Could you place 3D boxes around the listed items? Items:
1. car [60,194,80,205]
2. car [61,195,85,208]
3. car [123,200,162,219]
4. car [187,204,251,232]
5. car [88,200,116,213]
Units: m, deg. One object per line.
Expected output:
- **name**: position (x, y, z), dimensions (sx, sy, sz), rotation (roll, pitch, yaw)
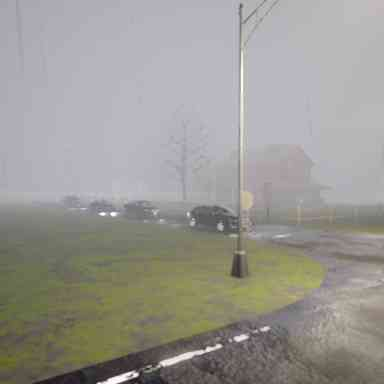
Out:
- **car**: position (-21.724, 1.300, 59.174), dimensions (2.097, 1.767, 4.553), rotation (0, 0, -35)
- **car**: position (-16.613, 1.491, 46.877), dimensions (1.812, 1.442, 4.674), rotation (0, 1, -34)
- **car**: position (-4.428, 1.507, 29.425), dimensions (2.128, 1.511, 4.902), rotation (0, 0, -35)
- **car**: position (1.568, 1.549, 20.845), dimensions (1.837, 1.490, 4.892), rotation (0, 0, -34)
- **car**: position (-10.198, 1.554, 37.642), dimensions (1.994, 1.385, 4.181), rotation (0, 0, -36)
